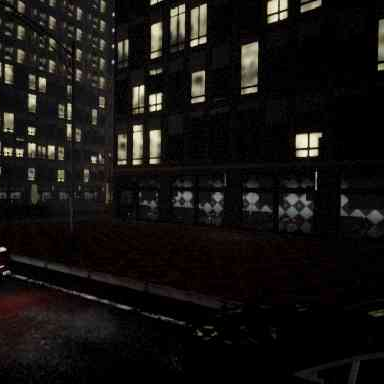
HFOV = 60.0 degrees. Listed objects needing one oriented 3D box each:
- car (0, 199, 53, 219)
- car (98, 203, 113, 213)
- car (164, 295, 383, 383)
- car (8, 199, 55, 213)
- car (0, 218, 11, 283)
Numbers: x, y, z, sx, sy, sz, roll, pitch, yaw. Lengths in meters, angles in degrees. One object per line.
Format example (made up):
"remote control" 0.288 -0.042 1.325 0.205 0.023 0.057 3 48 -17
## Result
"car" -15.671 1.517 30.561 2.192 1.841 5.009 1 0 36
"car" -8.888 1.828 39.783 1.752 1.417 4.829 1 0 36
"car" 1.979 1.492 2.270 4.902 1.511 2.128 0 0 35
"car" -19.183 1.641 39.931 1.752 1.417 4.829 1 0 36
"car" -6.376 1.487 8.203 4.902 1.511 2.128 0 0 36
